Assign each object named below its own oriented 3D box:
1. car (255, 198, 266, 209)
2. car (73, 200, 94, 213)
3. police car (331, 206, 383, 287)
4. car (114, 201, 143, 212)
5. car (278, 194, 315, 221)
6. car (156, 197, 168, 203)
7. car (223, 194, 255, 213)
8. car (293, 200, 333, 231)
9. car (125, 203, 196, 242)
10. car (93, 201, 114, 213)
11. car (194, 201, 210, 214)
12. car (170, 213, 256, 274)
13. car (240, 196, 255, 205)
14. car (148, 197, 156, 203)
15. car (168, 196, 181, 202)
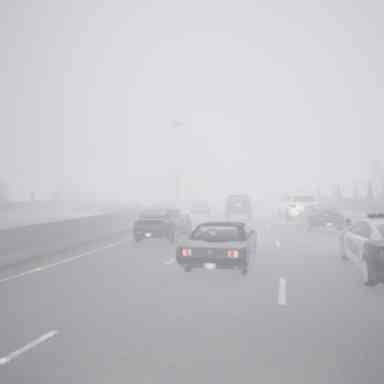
[{"bbox_3d":[8.639,1.471,44.407,1.812,1.442,4.674,-1,0,4],"label":"car"},{"bbox_3d":[-12.863,1.751,41.441,2.033,1.411,5.357,-1,0,4],"label":"car"},{"bbox_3d":[5.354,1.374,9.113,1.930,1.638,5.238,-1,0,14],"label":"police car"},{"bbox_3d":[-6.309,1.677,34.779,1.994,1.385,4.181,-1,0,4],"label":"car"},{"bbox_3d":[8.279,1.149,26.380,2.150,2.045,5.566,-1,0,5],"label":"car"},{"bbox_3d":[-6.622,1.958,79.609,1.994,1.385,4.181,-1,-2,4],"label":"car"},{"bbox_3d":[3.941,1.201,29.036,2.150,2.045,5.566,-1,0,5],"label":"car"},{"bbox_3d":[7.507,1.435,19.792,1.837,1.490,4.892,-1,0,8],"label":"car"},{"bbox_3d":[-1.329,1.531,16.331,1.837,1.490,4.892,0,0,12],"label":"car"},{"bbox_3d":[-9.516,1.760,39.092,1.895,1.301,4.718,-1,0,4],"label":"car"},{"bbox_3d":[0.882,1.590,35.026,1.994,1.385,4.181,-1,0,4],"label":"car"},{"bbox_3d":[1.024,1.596,10.665,1.895,1.301,4.718,-1,0,15],"label":"car"},{"bbox_3d":[9.448,1.503,57.274,2.033,1.411,5.357,-1,0,4],"label":"car"},{"bbox_3d":[-9.845,2.056,83.741,1.994,1.385,4.181,-1,-3,4],"label":"car"},{"bbox_3d":[-3.401,1.768,75.472,2.128,1.511,4.902,-1,-1,4],"label":"car"}]
